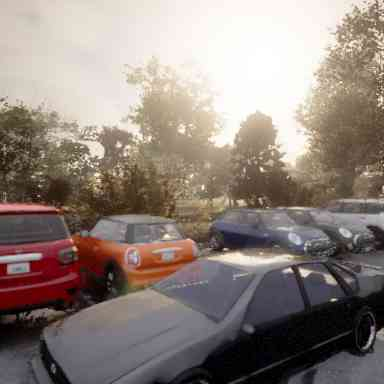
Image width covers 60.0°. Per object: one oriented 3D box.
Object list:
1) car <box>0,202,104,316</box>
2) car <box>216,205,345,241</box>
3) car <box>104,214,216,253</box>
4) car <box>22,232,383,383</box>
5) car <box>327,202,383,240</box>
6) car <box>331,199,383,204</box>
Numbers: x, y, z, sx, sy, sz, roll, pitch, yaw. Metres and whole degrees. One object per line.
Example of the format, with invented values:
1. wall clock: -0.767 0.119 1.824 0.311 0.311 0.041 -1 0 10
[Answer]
1. car: -4.140 1.234 7.142 2.435 2.045 5.566 0 0 -36
2. car: 2.657 1.416 11.999 2.185 1.767 4.553 0 0 -36
3. car: -1.738 1.379 8.784 2.185 1.767 4.553 0 0 -36
4. car: 0.827 1.570 4.577 5.357 1.411 2.033 1 0 -35
5. car: 4.923 1.434 13.617 2.185 1.767 4.553 0 0 -36
6. car: 7.294 1.328 15.307 2.435 2.045 5.566 0 0 -36
